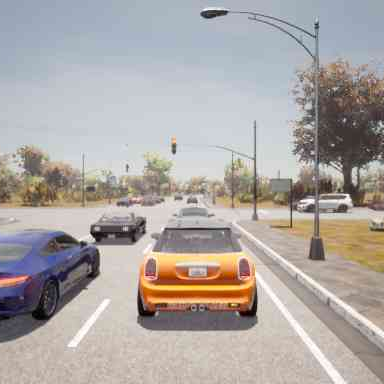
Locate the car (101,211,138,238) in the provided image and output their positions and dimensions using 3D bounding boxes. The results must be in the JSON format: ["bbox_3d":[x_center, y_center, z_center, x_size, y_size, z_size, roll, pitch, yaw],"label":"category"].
[{"bbox_3d":[-3.409,1.599,16.338,1.895,1.301,4.718,0,0,0],"label":"car"}]

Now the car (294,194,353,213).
[{"bbox_3d":[14.447,1.216,36.110,5.566,2.045,2.150,0,0,3],"label":"car"}]

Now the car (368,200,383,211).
[{"bbox_3d":[23.138,1.550,39.150,4.181,1.385,1.994,0,0,3],"label":"car"}]

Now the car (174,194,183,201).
[{"bbox_3d":[-3.541,1.481,84.617,1.837,1.490,4.892,0,0,0],"label":"car"}]

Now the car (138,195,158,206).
[{"bbox_3d":[-7.108,1.498,54.350,1.837,1.490,4.892,0,0,1],"label":"car"}]

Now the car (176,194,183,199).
[{"bbox_3d":[-3.505,1.362,95.025,1.812,1.442,4.674,0,0,1],"label":"car"}]

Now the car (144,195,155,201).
[{"bbox_3d":[-10.542,1.514,83.190,2.128,1.511,4.902,0,0,0],"label":"car"}]

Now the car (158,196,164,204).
[{"bbox_3d":[-7.083,1.469,63.828,1.882,1.535,5.008,0,0,0],"label":"car"}]

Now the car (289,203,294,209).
[{"bbox_3d":[14.064,1.499,39.639,4.892,1.490,1.837,0,0,3],"label":"car"}]

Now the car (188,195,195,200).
[{"bbox_3d":[-0.026,1.583,91.035,1.895,1.301,4.718,0,0,0],"label":"car"}]

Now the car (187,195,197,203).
[{"bbox_3d":[0.062,1.555,65.613,1.994,1.385,4.181,0,0,0],"label":"car"}]

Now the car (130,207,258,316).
[{"bbox_3d":[0.096,1.351,7.647,2.097,1.767,4.553,0,0,0],"label":"car"}]

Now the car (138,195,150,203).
[{"bbox_3d":[-10.539,1.468,72.854,1.882,1.535,5.008,0,0,0],"label":"car"}]

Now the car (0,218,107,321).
[{"bbox_3d":[-3.404,1.525,7.180,1.812,1.442,4.674,0,0,0],"label":"car"}]

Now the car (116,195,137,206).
[{"bbox_3d":[-10.626,1.540,53.155,2.033,1.411,5.357,0,0,1],"label":"car"}]
